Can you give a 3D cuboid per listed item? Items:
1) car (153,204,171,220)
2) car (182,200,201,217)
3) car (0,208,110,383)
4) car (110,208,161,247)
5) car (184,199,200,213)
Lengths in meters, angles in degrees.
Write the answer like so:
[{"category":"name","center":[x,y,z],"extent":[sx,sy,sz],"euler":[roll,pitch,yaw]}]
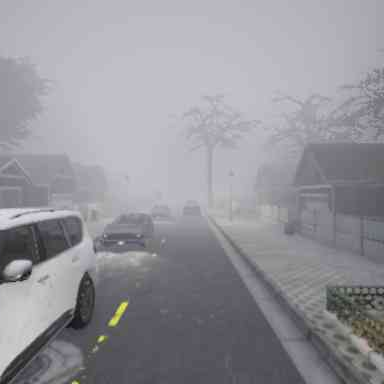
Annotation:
[{"category":"car","center":[-2.951,1.881,31.768],"extent":[2.033,1.411,5.357],"euler":[0,-1,0]},{"category":"car","center":[-0.014,1.851,35.545],"extent":[1.882,1.535,5.008],"euler":[0,-1,0]},{"category":"car","center":[-2.863,1.271,4.197],"extent":[2.150,2.045,5.566],"euler":[0,-1,0]},{"category":"car","center":[-2.891,1.719,16.218],"extent":[2.033,1.411,5.357],"euler":[0,-1,0]},{"category":"car","center":[-0.044,1.830,45.526],"extent":[2.097,1.767,4.553],"euler":[0,-1,0]}]
